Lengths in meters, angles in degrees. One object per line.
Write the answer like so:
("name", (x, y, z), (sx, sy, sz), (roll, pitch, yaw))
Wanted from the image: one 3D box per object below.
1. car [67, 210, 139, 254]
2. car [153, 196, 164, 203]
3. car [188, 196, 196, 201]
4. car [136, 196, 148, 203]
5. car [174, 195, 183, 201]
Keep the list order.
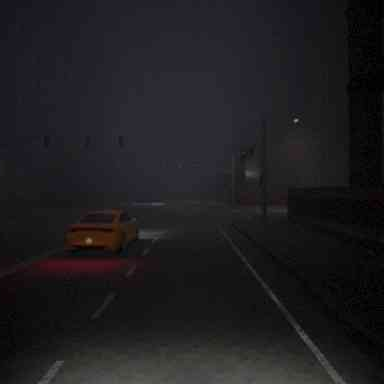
("car", (-3.448, 1.494, 13.685), (1.882, 1.535, 5.008), (0, 0, 1))
("car", (-6.994, 1.606, 69.895), (2.128, 1.511, 4.902), (0, 0, 0))
("car", (0.007, 1.627, 84.592), (1.994, 1.385, 4.181), (0, 0, 0))
("car", (-10.494, 1.559, 69.894), (1.882, 1.535, 5.008), (0, 0, 0))
("car", (-3.493, 1.430, 84.562), (2.097, 1.767, 4.553), (0, 0, 0))
